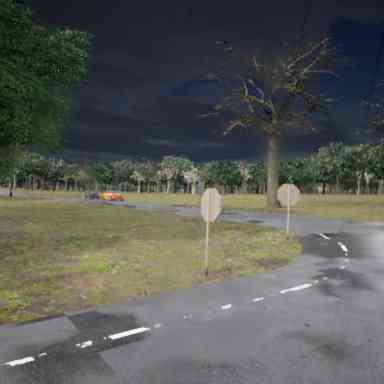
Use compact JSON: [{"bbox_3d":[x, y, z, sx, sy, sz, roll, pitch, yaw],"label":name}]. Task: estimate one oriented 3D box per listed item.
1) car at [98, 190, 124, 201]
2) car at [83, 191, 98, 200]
[{"bbox_3d":[-12.415,0.523,52.079,2.097,1.767,4.553,2,-1,-35],"label":"car"},{"bbox_3d":[-18.182,0.629,60.070,1.837,1.490,4.892,2,-1,-36],"label":"car"}]
